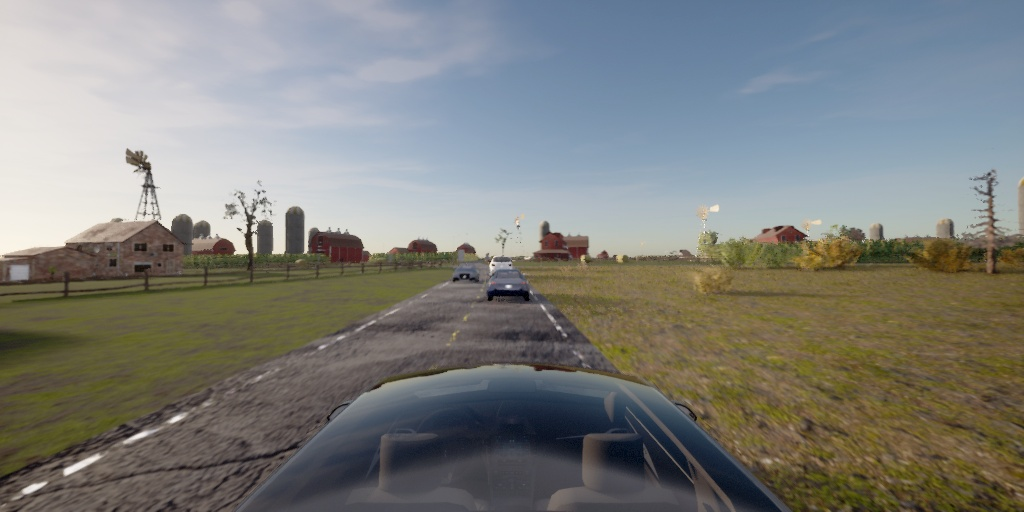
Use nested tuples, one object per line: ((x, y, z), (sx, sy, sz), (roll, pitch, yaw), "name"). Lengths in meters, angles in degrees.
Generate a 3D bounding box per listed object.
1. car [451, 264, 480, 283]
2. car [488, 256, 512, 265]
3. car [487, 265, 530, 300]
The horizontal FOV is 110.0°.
((-3.510, 1.329, 27.949), (1.994, 1.385, 4.181), (0, 0, -3), "car")
((-1.113, 1.002, 35.453), (2.150, 2.045, 5.566), (0, 0, -4), "car")
((-0.213, 1.320, 17.766), (1.994, 1.385, 4.181), (0, 0, -2), "car")
